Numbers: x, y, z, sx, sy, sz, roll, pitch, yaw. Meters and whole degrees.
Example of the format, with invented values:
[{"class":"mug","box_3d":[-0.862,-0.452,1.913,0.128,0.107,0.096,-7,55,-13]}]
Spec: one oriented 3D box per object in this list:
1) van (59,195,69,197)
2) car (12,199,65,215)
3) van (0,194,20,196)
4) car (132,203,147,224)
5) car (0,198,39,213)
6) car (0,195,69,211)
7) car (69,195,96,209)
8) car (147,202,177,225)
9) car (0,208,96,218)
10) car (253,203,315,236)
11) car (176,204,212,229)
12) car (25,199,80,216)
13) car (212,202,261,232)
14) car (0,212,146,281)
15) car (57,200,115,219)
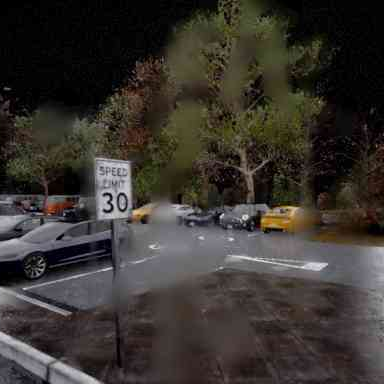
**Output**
[{"class":"van","box_3d":[-12.059,1.309,32.921,1.878,1.987,4.442,0,0,36]},{"class":"car","box_3d":[-16.490,1.563,36.028,2.163,1.488,4.792,0,0,36]},{"class":"van","box_3d":[-18.799,1.317,37.533,1.878,1.987,4.442,0,0,36]},{"class":"car","box_3d":[-3.168,1.567,26.099,1.946,1.575,5.366,0,0,36]},{"class":"car","box_3d":[-20.987,1.554,39.260,2.097,1.535,5.008,0,0,36]},{"class":"car","box_3d":[-8.490,1.335,14.065,2.435,2.045,5.566,0,0,36]},{"class":"car","box_3d":[-7.526,1.300,29.524,2.435,2.045,5.566,0,0,36]},{"class":"car","box_3d":[-0.819,1.619,24.620,2.002,1.452,4.674,0,0,36]},{"class":"car","box_3d":[-6.257,1.596,12.417,2.097,1.535,5.008,0,0,36]},{"class":"car","box_3d":[5.807,1.606,19.811,2.097,1.535,5.008,0,0,36]},{"class":"car","box_3d":[1.408,1.618,22.972,2.163,1.488,4.792,0,0,36]},{"class":"car","box_3d":[-14.354,1.561,34.478,2.163,1.488,4.792,0,0,36]},{"class":"car","box_3d":[3.585,1.471,21.467,2.185,1.767,4.553,0,0,36]},{"class":"car","box_3d":[-4.031,1.635,10.758,2.163,1.488,4.792,0,0,36]},{"class":"car","box_3d":[-9.802,1.571,31.105,2.163,1.488,4.792,0,0,36]}]
